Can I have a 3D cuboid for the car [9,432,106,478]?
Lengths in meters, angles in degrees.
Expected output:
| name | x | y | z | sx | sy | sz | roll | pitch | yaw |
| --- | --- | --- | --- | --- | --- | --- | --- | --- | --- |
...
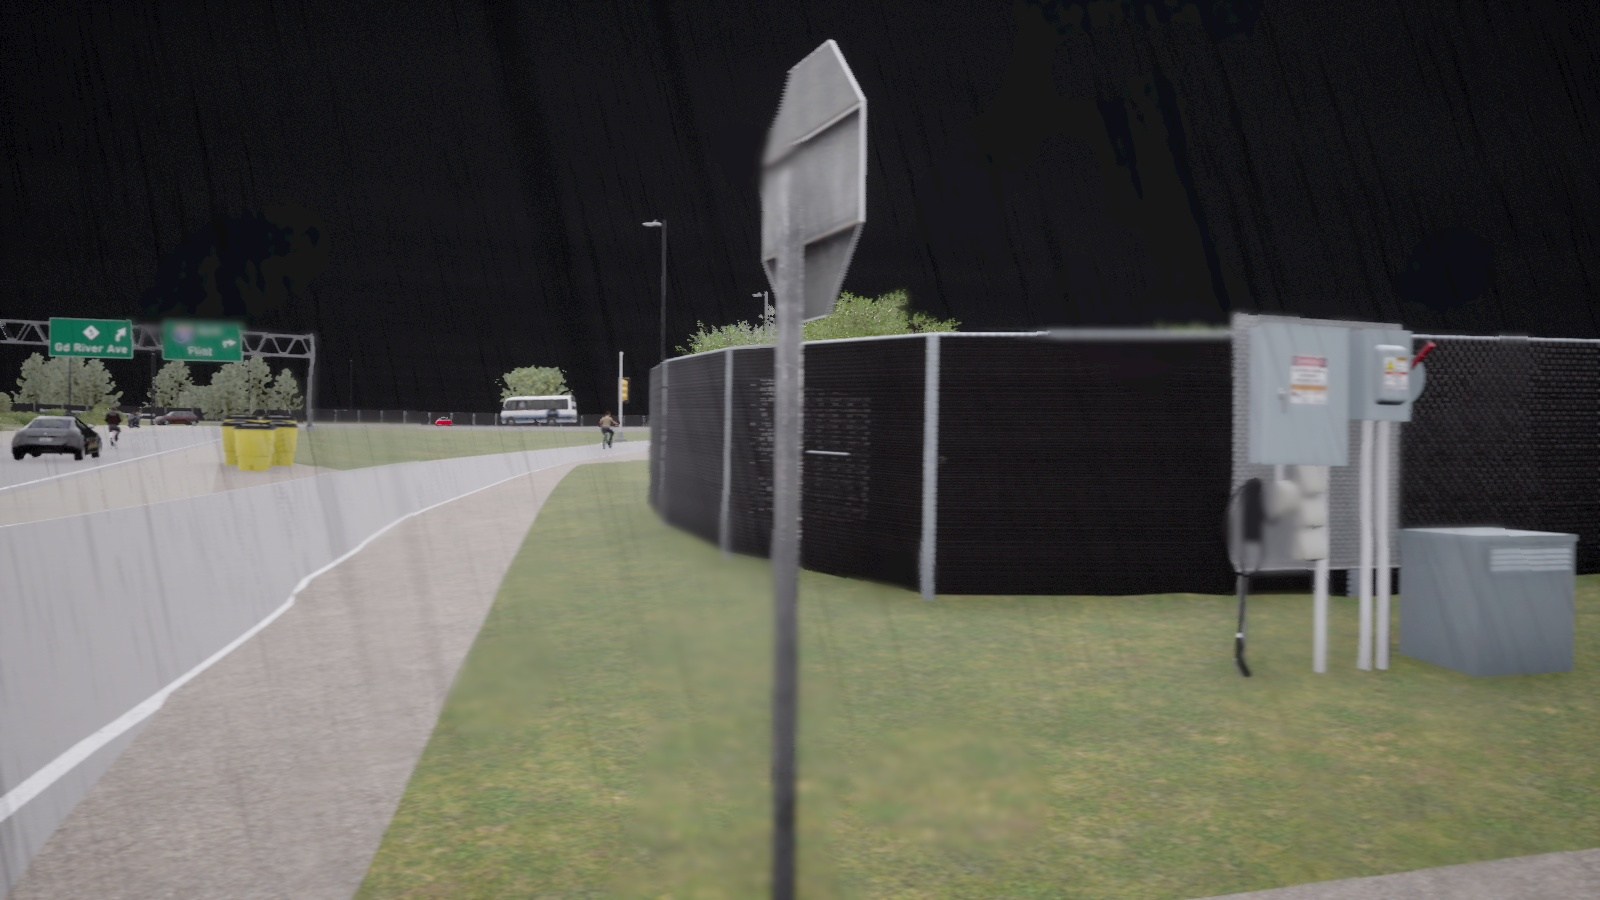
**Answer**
| name | x | y | z | sx | sy | sz | roll | pitch | yaw |
| --- | --- | --- | --- | --- | --- | --- | --- | --- | --- |
| car | -23.975 | 0.118 | 40.711 | 1.994 | 1.385 | 4.181 | -1 | 1 | -21 |
